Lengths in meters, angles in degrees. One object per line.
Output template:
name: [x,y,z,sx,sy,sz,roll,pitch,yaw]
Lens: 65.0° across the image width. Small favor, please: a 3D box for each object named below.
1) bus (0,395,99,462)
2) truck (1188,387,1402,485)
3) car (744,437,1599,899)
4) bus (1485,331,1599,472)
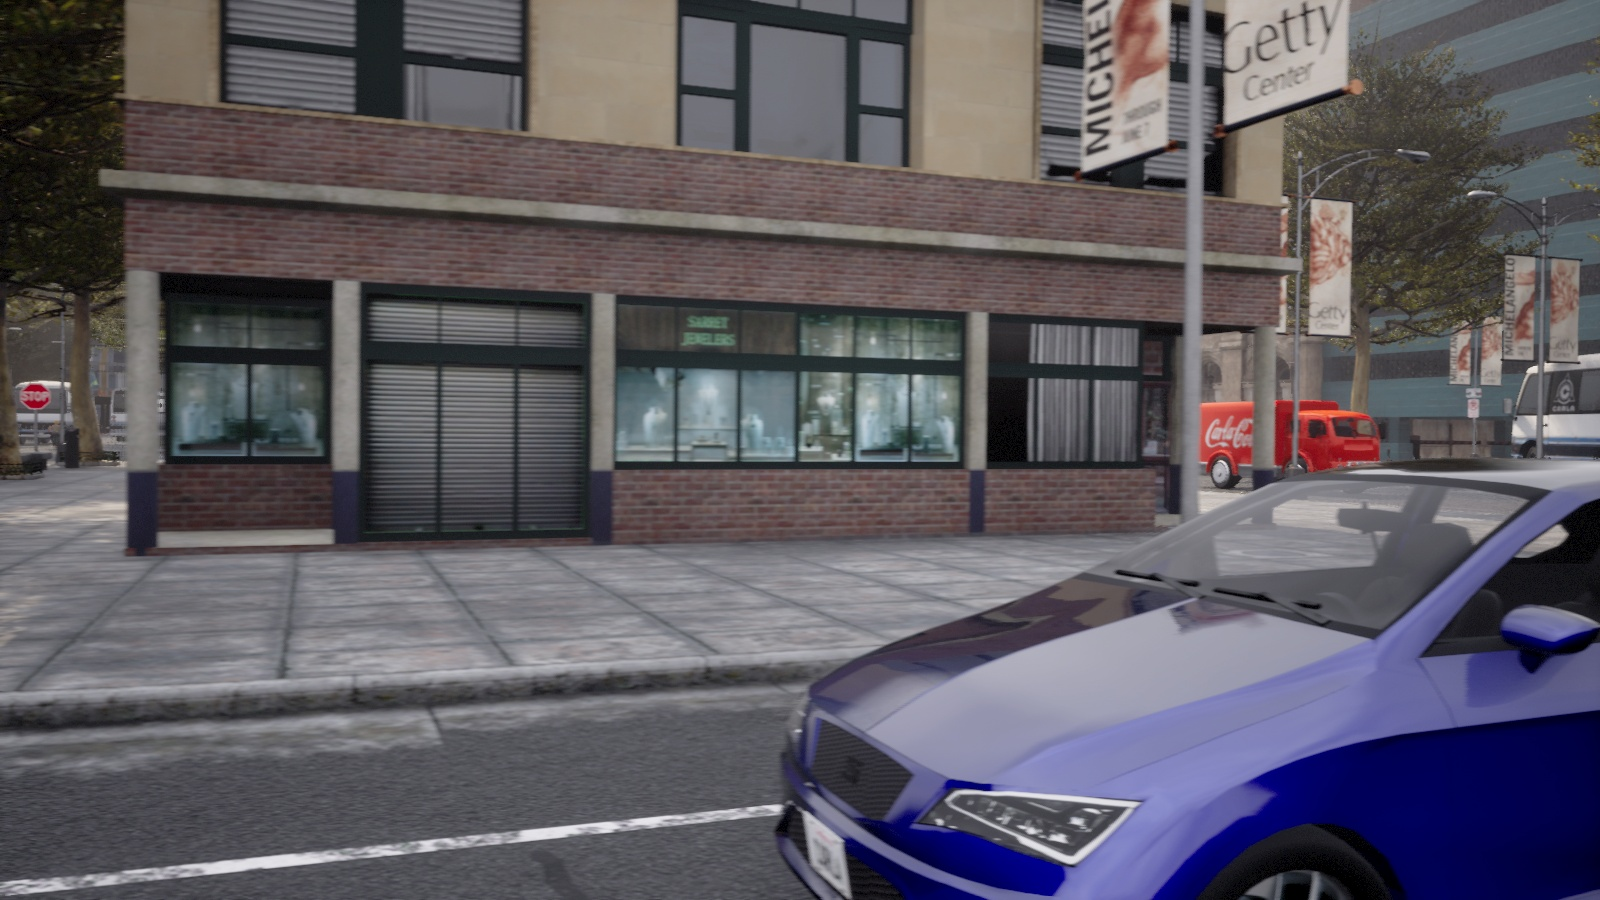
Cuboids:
bus: [-50.732,-1.415,85.221,3.944,4.253,10.273,-1,1,-21]
truck: [13.392,-0.396,34.386,2.627,2.467,5.204,-1,1,-21]
car: [2.107,0.723,4.039,4.193,1.474,1.816,-1,1,-21]
bus: [26.006,-1.496,38.827,3.944,4.253,10.273,-1,1,-1]
